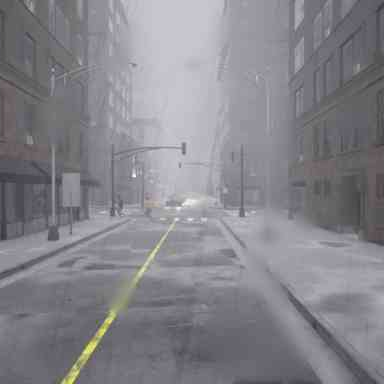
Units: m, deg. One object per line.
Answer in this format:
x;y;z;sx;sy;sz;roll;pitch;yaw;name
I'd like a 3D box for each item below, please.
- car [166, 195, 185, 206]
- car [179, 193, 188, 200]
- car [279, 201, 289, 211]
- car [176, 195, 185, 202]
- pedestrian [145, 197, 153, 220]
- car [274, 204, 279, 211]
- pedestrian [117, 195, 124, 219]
-2.703;1.272;51.035;2.097;1.767;4.553;0;0;2;car
-2.265;1.149;86.790;2.128;1.511;4.902;0;0;0;car
12.804;1.583;37.404;4.902;1.511;2.128;1;0;1;car
-2.399;1.391;71.042;1.812;1.442;4.674;0;0;0;car
-3.403;1.269;25.927;0.375;1.860;0.375;0;0;0;pedestrian
11.998;1.647;39.993;4.206;1.307;1.802;1;0;1;car
-5.491;1.120;25.344;0.375;1.860;0.375;0;0;0;pedestrian
